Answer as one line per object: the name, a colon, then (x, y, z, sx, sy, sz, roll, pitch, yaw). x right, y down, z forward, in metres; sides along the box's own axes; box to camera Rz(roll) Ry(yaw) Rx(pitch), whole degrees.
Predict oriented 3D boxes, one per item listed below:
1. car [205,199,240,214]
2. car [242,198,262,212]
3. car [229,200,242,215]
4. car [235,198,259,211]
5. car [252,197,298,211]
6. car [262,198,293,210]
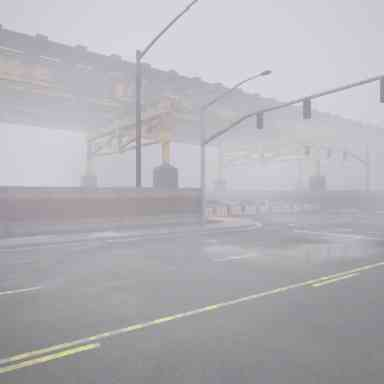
car: (2.270, 1.295, 33.700, 4.536, 1.218, 1.853, 0, 0, 8)
car: (6.067, 1.453, 36.377, 2.038, 1.542, 4.974, 0, 0, 18)
car: (2.321, 1.453, 33.693, 4.974, 1.542, 2.038, 0, 0, 8)
car: (6.083, 1.295, 36.427, 1.853, 1.218, 4.536, 0, 0, 18)
car: (9.978, 1.453, 40.136, 4.974, 1.542, 2.038, 0, 0, -7)
car: (9.926, 1.295, 40.130, 4.536, 1.218, 1.853, 0, 0, -7)
